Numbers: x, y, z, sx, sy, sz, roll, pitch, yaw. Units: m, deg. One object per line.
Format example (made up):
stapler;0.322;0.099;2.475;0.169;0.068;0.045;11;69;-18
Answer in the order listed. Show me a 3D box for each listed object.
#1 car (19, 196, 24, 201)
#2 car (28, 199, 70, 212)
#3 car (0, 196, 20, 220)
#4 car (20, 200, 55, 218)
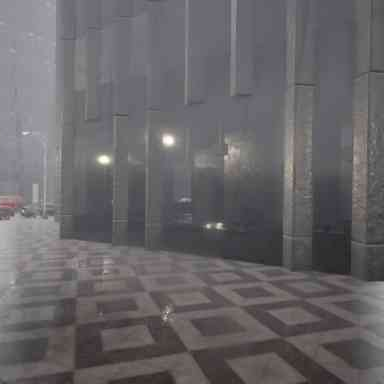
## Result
car;-20.757;1.353;36.267;2.192;1.841;5.009;1;0;35
car;-17.488;1.634;40.865;1.947;1.339;4.313;1;0;35
car;-17.090;1.463;26.719;2.192;1.841;5.009;1;0;35
car;-13.821;1.742;31.318;1.947;1.339;4.313;1;0;35
